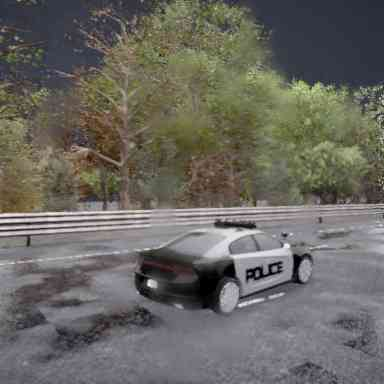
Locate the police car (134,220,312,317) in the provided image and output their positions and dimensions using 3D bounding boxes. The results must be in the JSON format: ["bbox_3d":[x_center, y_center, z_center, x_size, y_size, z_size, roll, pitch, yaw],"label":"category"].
[{"bbox_3d":[1.110,1.493,7.834,1.930,1.638,5.238,0,-1,45],"label":"police car"}]
